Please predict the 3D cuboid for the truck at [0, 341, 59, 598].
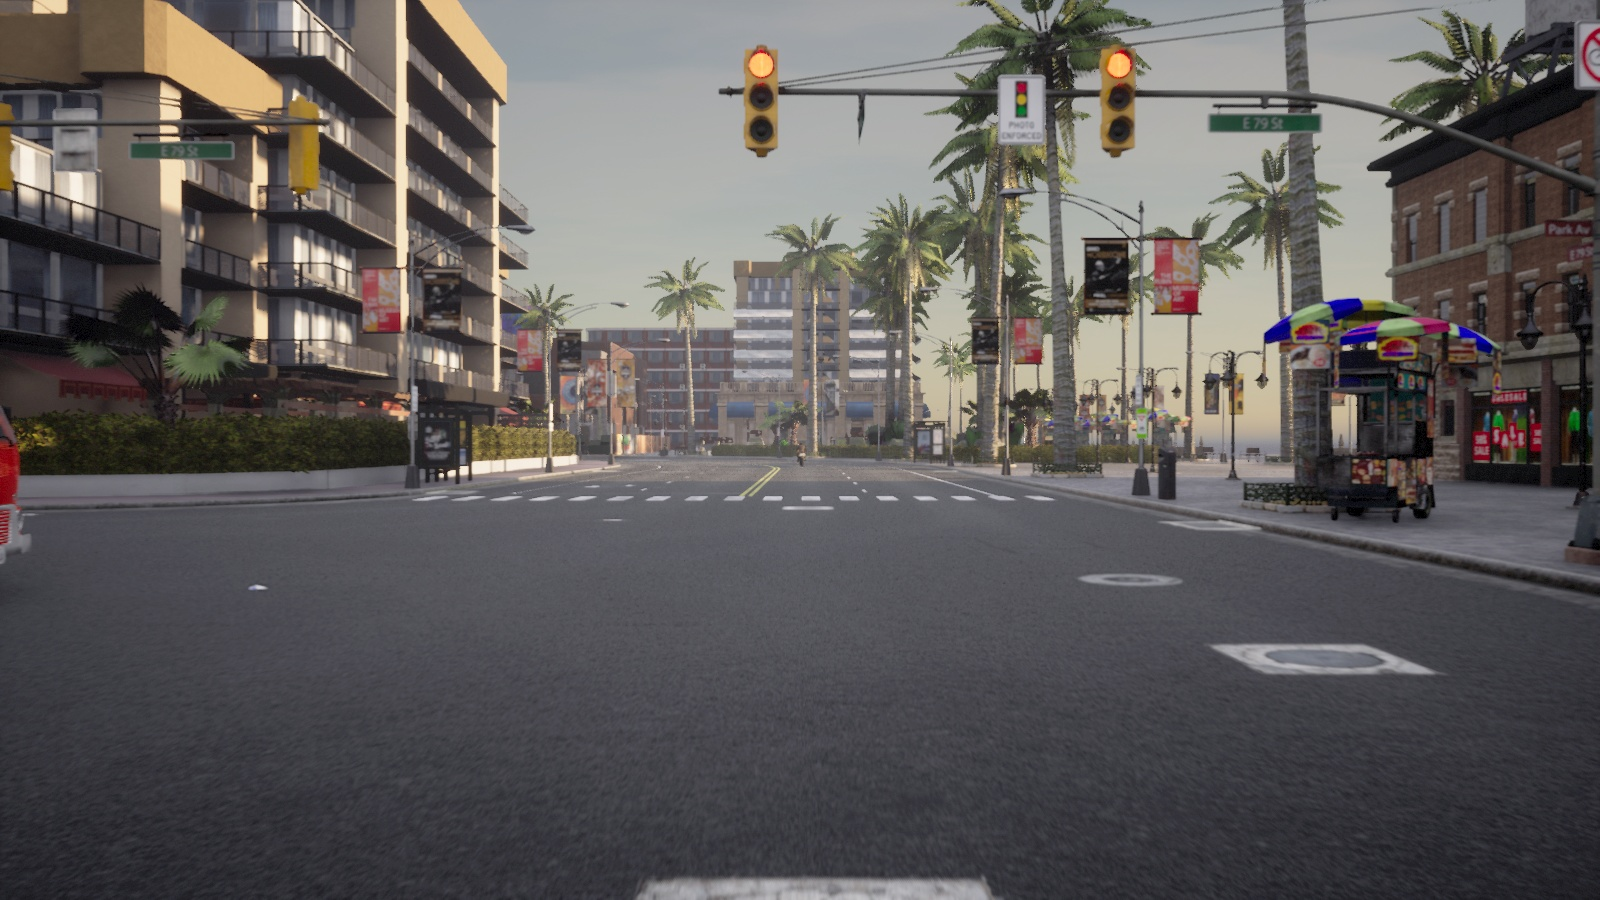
[{"bbox_3d":[-10.249,0.186,11.663,5.204,2.467,2.627,0,1,-10],"label":"truck"}]
